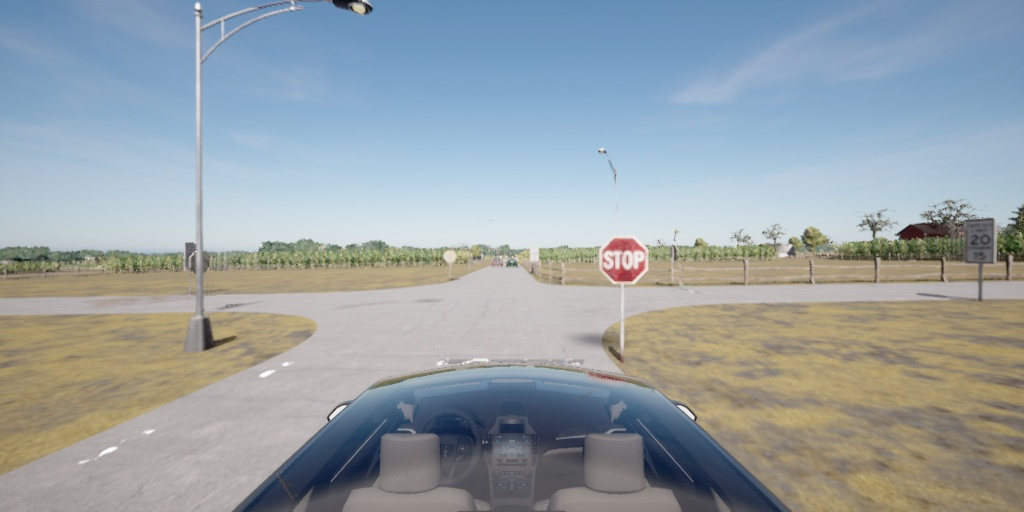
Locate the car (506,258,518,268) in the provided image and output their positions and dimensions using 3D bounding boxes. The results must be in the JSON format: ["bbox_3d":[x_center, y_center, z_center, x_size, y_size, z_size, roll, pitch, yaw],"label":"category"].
[{"bbox_3d":[0.021,1.105,62.869,2.097,1.767,4.553,0,0,0],"label":"car"}]
